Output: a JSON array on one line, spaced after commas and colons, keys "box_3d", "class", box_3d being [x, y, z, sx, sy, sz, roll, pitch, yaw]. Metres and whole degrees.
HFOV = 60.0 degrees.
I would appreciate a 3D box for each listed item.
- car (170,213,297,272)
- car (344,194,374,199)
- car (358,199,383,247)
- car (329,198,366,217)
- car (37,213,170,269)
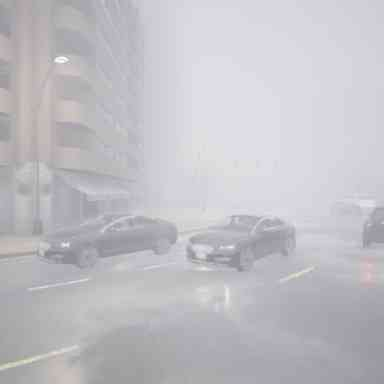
[{"box_3d": [1.821, 1.491, 11.036, 2.128, 1.511, 4.902, 0, 0, 40], "class": "car"}, {"box_3d": [18.427, 1.221, 37.583, 2.150, 2.045, 5.566, 0, 0, -1], "class": "car"}, {"box_3d": [8.736, 1.351, 14.399, 2.097, 1.767, 4.553, 0, 0, 33], "class": "car"}, {"box_3d": [14.284, 1.526, 31.026, 1.812, 1.442, 4.674, 0, 0, 7], "class": "car"}, {"box_3d": [-2.621, 1.491, 11.357, 2.128, 1.511, 4.902, 0, 0, 45], "class": "car"}]
